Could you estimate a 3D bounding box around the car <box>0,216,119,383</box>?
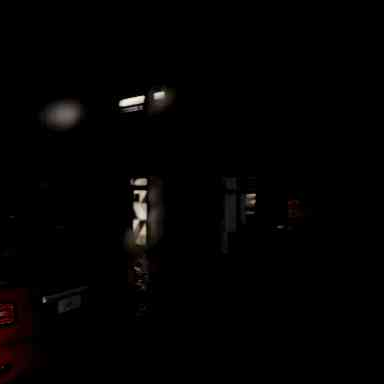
[{"bbox_3d":[-3.285,1.299,5.034,5.009,1.841,2.192,0,1,35],"label":"car"}]
